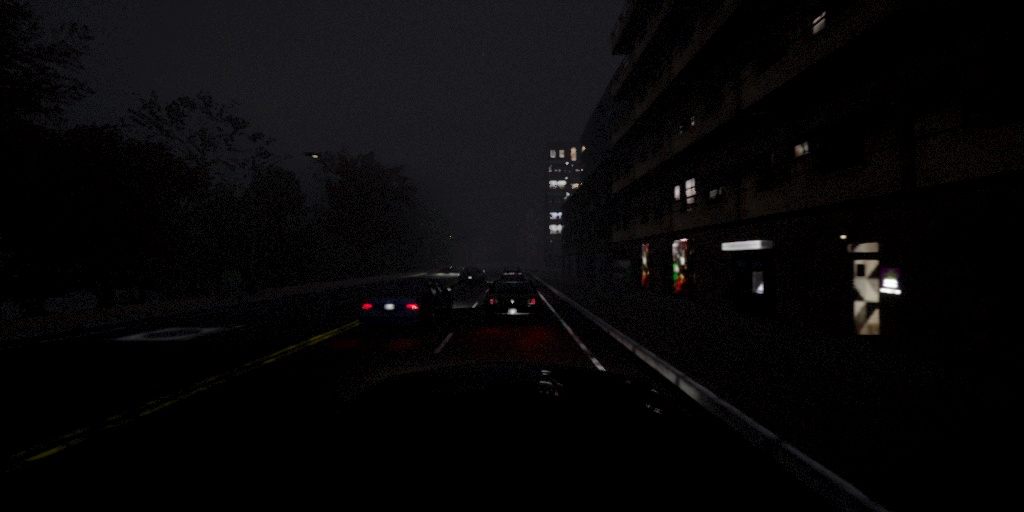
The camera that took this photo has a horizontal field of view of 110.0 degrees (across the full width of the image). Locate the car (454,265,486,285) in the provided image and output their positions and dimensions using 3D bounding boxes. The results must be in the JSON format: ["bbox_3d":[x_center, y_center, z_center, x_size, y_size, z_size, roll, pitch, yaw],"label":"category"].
[{"bbox_3d":[-3.199,1.643,29.394,1.994,1.385,4.181,0,-1,1],"label":"car"}]

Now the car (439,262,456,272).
[{"bbox_3d":[-9.793,1.736,55.062,2.097,1.767,4.553,0,-1,0],"label":"car"}]

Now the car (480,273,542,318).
[{"bbox_3d":[0.042,1.491,13.556,1.895,1.301,4.718,0,-1,1],"label":"car"}]

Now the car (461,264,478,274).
[{"bbox_3d":[-6.538,1.992,55.590,1.895,1.301,4.718,0,-1,1],"label":"car"}]

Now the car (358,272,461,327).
[{"bbox_3d":[-3.222,1.419,11.990,2.033,1.411,5.357,0,-1,1],"label":"car"}]

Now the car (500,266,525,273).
[{"bbox_3d":[0.048,1.567,29.173,2.128,1.511,4.902,0,-1,0],"label":"car"}]
